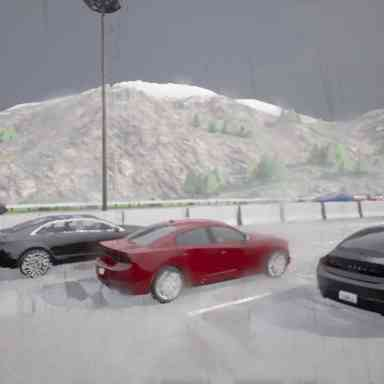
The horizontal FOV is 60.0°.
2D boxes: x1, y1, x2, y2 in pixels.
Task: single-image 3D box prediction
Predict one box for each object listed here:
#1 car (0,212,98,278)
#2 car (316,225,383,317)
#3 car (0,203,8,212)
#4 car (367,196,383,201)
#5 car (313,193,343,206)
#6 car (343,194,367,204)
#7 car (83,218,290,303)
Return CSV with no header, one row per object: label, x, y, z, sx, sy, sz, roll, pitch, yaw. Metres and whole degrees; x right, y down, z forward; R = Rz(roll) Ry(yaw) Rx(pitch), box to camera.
car,-3.287,1.413,9.895,4.902,1.511,2.128,-1,1,-34
car,4.573,1.407,6.670,4.892,1.490,1.837,-1,0,-32
car,-17.158,1.356,26.010,4.892,1.490,1.837,-1,1,-35
car,21.233,0.852,34.883,4.553,1.767,2.097,-1,1,-22
car,17.868,0.937,41.087,5.008,1.535,1.882,-1,1,-22
car,20.202,1.074,38.269,4.718,1.301,1.895,-1,1,-22
car,0.236,1.394,8.050,5.008,1.535,1.882,-1,1,-33
